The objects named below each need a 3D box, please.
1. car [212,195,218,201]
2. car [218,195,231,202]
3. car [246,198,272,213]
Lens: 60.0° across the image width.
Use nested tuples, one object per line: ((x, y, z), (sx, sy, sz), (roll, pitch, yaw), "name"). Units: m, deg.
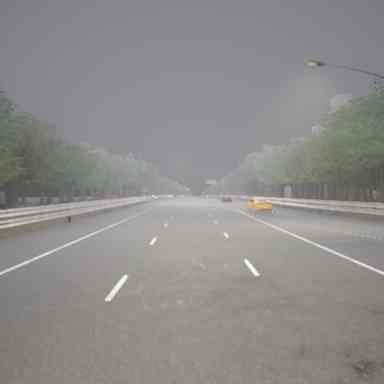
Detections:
((7.121, 1.485, 86.726), (2.033, 1.411, 5.357), (0, 0, 0), "car")
((7.056, 1.370, 69.351), (1.882, 1.535, 5.008), (0, 0, 0), "car")
((7.387, 1.420, 36.866), (1.882, 1.535, 5.008), (0, 0, -4), "car")
